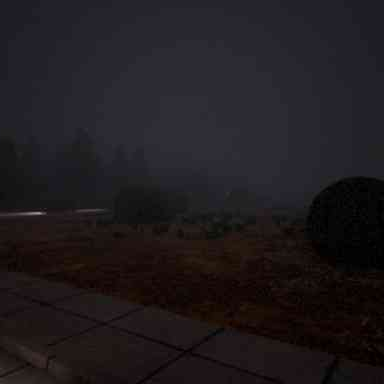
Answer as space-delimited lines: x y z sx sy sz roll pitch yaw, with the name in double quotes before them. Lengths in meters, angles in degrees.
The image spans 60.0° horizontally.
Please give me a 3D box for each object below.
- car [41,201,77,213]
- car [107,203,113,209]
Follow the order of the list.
"car" -16.346 1.793 41.128 1.994 1.385 4.181 0 0 36
"car" -10.288 1.825 49.313 1.895 1.301 4.718 0 0 37
